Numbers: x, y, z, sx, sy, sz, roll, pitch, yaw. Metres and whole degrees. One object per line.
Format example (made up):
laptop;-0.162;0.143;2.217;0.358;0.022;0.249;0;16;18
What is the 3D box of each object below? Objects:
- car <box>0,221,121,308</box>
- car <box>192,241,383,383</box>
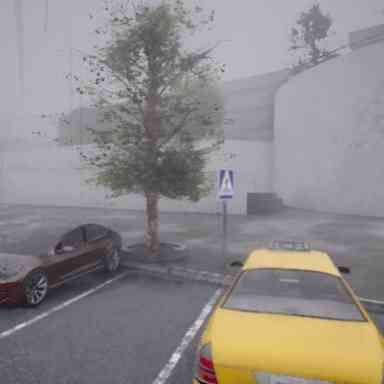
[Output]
car;-3.501;1.523;8.260;2.163;1.488;4.792;1;-1;15
car;1.438;1.491;4.983;1.946;1.575;5.366;0;-1;15
